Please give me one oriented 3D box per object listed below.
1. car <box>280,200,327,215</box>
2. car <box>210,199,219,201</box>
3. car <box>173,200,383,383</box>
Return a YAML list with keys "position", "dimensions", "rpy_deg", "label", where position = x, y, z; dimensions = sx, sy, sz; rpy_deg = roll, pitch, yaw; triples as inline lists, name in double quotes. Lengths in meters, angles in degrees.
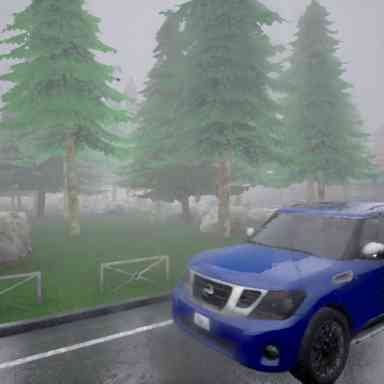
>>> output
- position: [12.496, 1.656, 37.564]
  dimensions: [1.837, 1.490, 4.892]
  rpy_deg: [0, 0, -35]
  label: "car"
- position: [4.607, 1.654, 56.682]
  dimensions: [1.837, 1.490, 4.892]
  rpy_deg: [0, 0, -29]
  label: "car"
- position: [2.383, 1.219, 5.659]
  dimensions: [5.566, 2.045, 2.150]
  rpy_deg: [0, 0, -35]
  label: "car"
